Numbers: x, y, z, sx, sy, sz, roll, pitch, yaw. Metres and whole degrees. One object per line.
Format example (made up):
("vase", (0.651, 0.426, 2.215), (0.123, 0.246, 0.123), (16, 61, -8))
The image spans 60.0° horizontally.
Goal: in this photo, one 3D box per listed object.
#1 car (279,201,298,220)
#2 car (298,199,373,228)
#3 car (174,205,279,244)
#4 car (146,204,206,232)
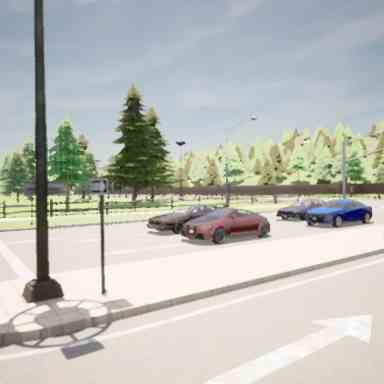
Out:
("car", (8.462, 1.236, 24.032), (5.357, 1.411, 2.033), (-1, 1, -35))
("car", (8.922, 1.195, 20.089), (5.008, 1.535, 1.882), (-1, 1, -35))
("car", (1.592, 1.416, 14.932), (4.181, 1.385, 1.994), (-1, 1, -36))
("car", (0.229, 1.387, 18.254), (5.357, 1.411, 2.033), (-1, 1, -35))
